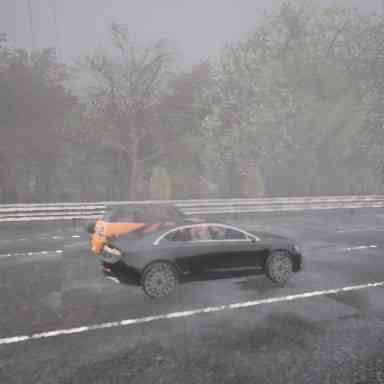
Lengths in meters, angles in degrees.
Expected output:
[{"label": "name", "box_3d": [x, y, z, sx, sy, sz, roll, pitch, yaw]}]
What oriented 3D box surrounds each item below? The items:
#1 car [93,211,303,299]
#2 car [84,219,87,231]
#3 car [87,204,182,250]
[{"label": "car", "box_3d": [0.331, 1.368, 7.956, 4.902, 1.511, 2.128, -1, 1, -21]}, {"label": "car", "box_3d": [-2.175, 1.374, 14.490, 4.718, 1.301, 1.895, -1, 1, -21]}, {"label": "car", "box_3d": [-1.001, 1.182, 11.188, 4.553, 1.767, 2.097, -1, 1, -21]}]
